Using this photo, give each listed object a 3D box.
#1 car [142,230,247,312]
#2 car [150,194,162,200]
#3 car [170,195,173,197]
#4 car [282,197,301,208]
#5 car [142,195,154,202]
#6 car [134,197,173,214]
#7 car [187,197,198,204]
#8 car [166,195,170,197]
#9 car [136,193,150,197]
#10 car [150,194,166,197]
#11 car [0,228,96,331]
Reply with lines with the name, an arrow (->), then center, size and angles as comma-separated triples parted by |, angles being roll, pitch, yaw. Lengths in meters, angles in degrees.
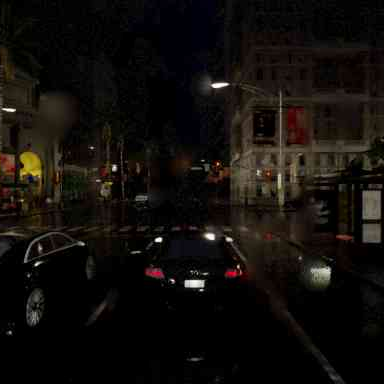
car -> 0.052, 1.564, 7.790 | 1.994, 1.385, 4.181 | 0, 0, 0
car -> -9.746, 1.355, 90.868 | 2.097, 1.767, 4.553 | 0, 0, 10
car -> -6.312, 1.524, 90.185 | 1.812, 1.442, 4.674 | 0, 0, 10
car -> 15.159, 1.476, 46.801 | 5.008, 1.535, 1.882 | 0, 0, 0
car -> -10.626, 1.540, 80.693 | 2.033, 1.411, 5.357 | 0, 0, 0
car -> -4.028, 1.526, 35.200 | 1.812, 1.442, 4.674 | -1, 0, 34
car -> 0.038, 1.564, 63.130 | 1.994, 1.385, 4.181 | 0, 0, -1
car -> -7.125, 1.355, 80.056 | 2.097, 1.767, 4.553 | 0, 0, 0
car -> -10.613, 1.225, 70.677 | 2.150, 2.045, 5.566 | 0, 0, 0
car -> -7.112, 1.553, 69.873 | 1.994, 1.385, 4.181 | 0, 0, 0
car -> -3.453, 1.492, 6.855 | 2.128, 1.511, 4.902 | 0, 0, 0
